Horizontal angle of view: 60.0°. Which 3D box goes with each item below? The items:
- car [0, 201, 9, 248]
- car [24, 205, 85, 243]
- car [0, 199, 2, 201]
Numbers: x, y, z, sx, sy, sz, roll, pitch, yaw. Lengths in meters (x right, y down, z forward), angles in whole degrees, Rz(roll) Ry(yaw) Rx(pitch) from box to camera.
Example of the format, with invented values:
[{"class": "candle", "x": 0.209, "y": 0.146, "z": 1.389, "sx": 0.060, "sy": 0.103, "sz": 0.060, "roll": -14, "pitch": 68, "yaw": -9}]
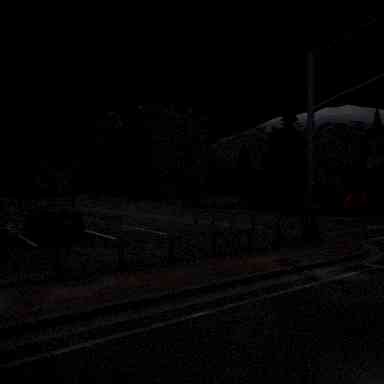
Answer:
[{"class": "car", "x": -8.880, "y": 1.331, "z": 13.428, "sx": 2.152, "sy": 1.636, "sz": 5.027, "roll": 0, "pitch": 0, "yaw": -36}, {"class": "car", "x": -6.367, "y": 1.340, "z": 15.306, "sx": 2.007, "sy": 1.523, "sz": 4.514, "roll": 0, "pitch": 0, "yaw": -36}, {"class": "car", "x": -21.607, "y": 1.374, "z": 36.413, "sx": 1.845, "sy": 1.501, "sz": 3.633, "roll": 0, "pitch": 0, "yaw": -36}]
